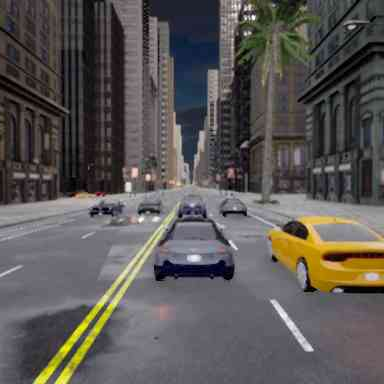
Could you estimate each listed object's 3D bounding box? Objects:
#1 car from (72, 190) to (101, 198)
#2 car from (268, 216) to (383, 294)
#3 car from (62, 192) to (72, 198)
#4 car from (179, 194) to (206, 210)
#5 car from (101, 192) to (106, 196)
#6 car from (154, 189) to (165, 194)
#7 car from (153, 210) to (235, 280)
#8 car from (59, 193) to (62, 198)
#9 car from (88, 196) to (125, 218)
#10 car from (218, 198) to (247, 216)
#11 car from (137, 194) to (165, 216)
[{"bbox_3d":[-23.972,0.776,75.590,4.829,1.417,1.752,-1,2,0],"label":"car"},{"bbox_3d":[3.307,1.360,8.573,1.882,1.535,5.008,0,1,0],"label":"car"},{"bbox_3d":[-29.217,0.479,84.118,5.009,1.841,2.192,-1,2,0],"label":"car"},{"bbox_3d":[0.037,0.990,26.555,2.097,1.767,4.553,0,1,0],"label":"car"},{"bbox_3d":[-24.127,0.639,84.116,4.507,1.381,1.887,-1,2,0],"label":"car"},{"bbox_3d":[-6.616,0.019,67.433,2.097,1.767,4.553,0,1,0],"label":"car"},{"bbox_3d":[0.060,1.434,9.515,1.994,1.385,4.181,0,1,0],"label":"car"},{"bbox_3d":[-34.301,0.815,84.136,4.206,1.307,1.802,-1,2,0],"label":"car"},{"bbox_3d":[-6.646,1.243,26.311,1.895,1.301,4.718,0,1,0],"label":"car"},{"bbox_3d":[3.289,1.190,27.368,1.994,1.385,4.181,0,1,0],"label":"car"},{"bbox_3d":[-3.400,1.162,28.249,2.033,1.411,5.357,0,1,0],"label":"car"}]
